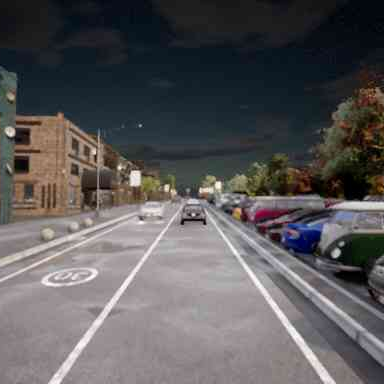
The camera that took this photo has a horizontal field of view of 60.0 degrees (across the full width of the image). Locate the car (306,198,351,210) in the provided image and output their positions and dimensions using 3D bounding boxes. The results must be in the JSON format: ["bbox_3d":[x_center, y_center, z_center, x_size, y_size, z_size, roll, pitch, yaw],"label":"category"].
[{"bbox_3d":[18.504,1.564,45.292,5.366,1.575,1.946,0,0,0],"label":"car"}]

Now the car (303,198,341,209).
[{"bbox_3d":[18.684,1.618,48.077,4.674,1.452,2.002,0,0,0],"label":"car"}]

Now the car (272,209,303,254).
[{"bbox_3d":[5.645,1.488,11.542,5.008,1.535,2.097,0,0,0],"label":"car"}]

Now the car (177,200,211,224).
[{"bbox_3d":[0.103,1.579,24.678,2.033,1.411,5.357,0,0,0],"label":"car"}]

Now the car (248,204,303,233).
[{"bbox_3d":[5.614,1.523,17.148,4.792,1.488,2.163,0,0,0],"label":"car"}]

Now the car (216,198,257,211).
[{"bbox_3d":[5.607,1.554,42.375,5.008,1.535,2.097,0,0,0],"label":"car"}]

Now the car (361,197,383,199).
[{"bbox_3d":[18.700,1.514,31.366,5.008,1.535,2.097,0,0,0],"label":"car"}]

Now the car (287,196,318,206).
[{"bbox_3d":[18.652,1.491,56.431,4.553,1.767,2.185,0,0,0],"label":"car"}]

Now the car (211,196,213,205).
[{"bbox_3d":[5.601,1.579,47.981,4.892,1.521,2.231,0,0,0],"label":"car"}]

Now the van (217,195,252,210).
[{"bbox_3d":[5.726,1.340,45.180,4.442,1.987,1.878,0,0,0],"label":"van"}]

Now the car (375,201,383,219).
[{"bbox_3d":[18.706,1.548,28.706,4.674,1.452,2.002,0,0,0],"label":"car"}]

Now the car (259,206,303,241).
[{"bbox_3d":[5.617,1.520,14.345,4.792,1.488,2.163,0,0,0],"label":"car"}]

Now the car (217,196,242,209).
[{"bbox_3d":[5.615,1.532,36.764,4.892,1.521,2.231,0,0,0],"label":"car"}]

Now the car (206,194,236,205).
[{"bbox_3d":[5.635,1.426,64.801,5.566,2.045,2.435,0,0,0],"label":"car"}]

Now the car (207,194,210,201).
[{"bbox_3d":[5.632,1.366,56.391,5.566,2.045,2.435,0,0,0],"label":"car"}]

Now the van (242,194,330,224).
[{"bbox_3d":[5.523,1.271,19.952,4.442,1.987,1.878,0,0,0],"label":"van"}]

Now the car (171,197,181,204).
[{"bbox_3d":[-3.239,1.787,68.640,1.994,1.385,4.181,0,-1,0],"label":"car"}]

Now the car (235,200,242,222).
[{"bbox_3d":[5.666,1.529,22.755,4.792,1.488,2.163,0,0,0],"label":"car"}]

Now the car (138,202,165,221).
[{"bbox_3d":[-3.343,1.564,28.180,1.812,1.442,4.674,0,0,0],"label":"car"}]

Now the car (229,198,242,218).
[{"bbox_3d":[5.818,1.499,25.559,5.366,1.575,1.946,0,0,0],"label":"car"}]

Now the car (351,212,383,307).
[{"bbox_3d":[5.688,1.357,5.936,4.553,1.767,2.185,0,0,0],"label":"car"}]

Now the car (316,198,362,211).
[{"bbox_3d":[18.687,1.555,42.506,5.008,1.535,2.097,0,0,0],"label":"car"}]

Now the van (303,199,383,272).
[{"bbox_3d":[5.537,1.259,8.739,4.442,1.987,1.878,0,0,0],"label":"van"}]

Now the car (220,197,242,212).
[{"bbox_3d":[5.594,1.550,33.966,4.792,1.488,2.163,0,0,0],"label":"car"}]

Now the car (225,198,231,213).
[{"bbox_3d":[5.624,1.506,28.358,5.008,1.535,2.097,0,0,0],"label":"car"}]

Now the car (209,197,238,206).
[{"bbox_3d":[5.610,1.634,59.195,4.892,1.521,2.231,0,0,0],"label":"car"}]

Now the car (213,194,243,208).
[{"bbox_3d":[5.644,1.291,39.572,5.566,2.045,2.435,0,0,0],"label":"car"}]

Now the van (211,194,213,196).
[{"bbox_3d":[5.489,1.364,50.786,4.442,1.987,1.878,0,0,0],"label":"van"}]

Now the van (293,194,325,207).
[{"bbox_3d":[18.800,1.376,53.651,4.442,1.987,1.878,0,0,0],"label":"van"}]

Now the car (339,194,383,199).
[{"bbox_3d":[18.674,1.270,34.154,5.566,2.045,2.435,0,0,0],"label":"car"}]
